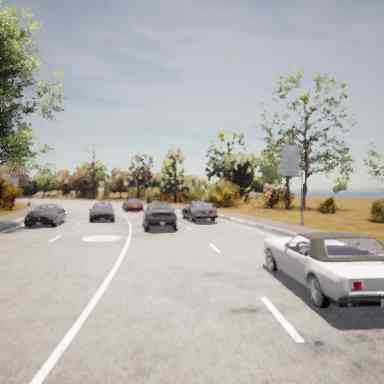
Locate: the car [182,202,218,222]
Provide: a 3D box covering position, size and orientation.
[{"bbox_3d":[0.491,1.492,25.825,2.033,1.411,5.357,0,0,-13],"label":"car"}]

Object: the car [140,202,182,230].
[{"bbox_3d":[-2.074,1.465,20.679,1.837,1.490,4.892,0,0,-11],"label":"car"}]

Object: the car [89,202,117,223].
[{"bbox_3d":[-6.873,1.505,25.722,2.033,1.411,5.357,0,0,-14],"label":"car"}]

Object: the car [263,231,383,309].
[{"bbox_3d":[3.161,1.575,7.814,1.895,1.301,4.718,0,0,-4],"label":"car"}]

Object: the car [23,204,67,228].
[{"bbox_3d":[-9.703,1.518,22.418,2.033,1.411,5.357,0,0,-12],"label":"car"}]

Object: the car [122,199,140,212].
[{"bbox_3d":[-6.868,1.496,38.419,1.994,1.385,4.181,0,0,-19],"label":"car"}]
